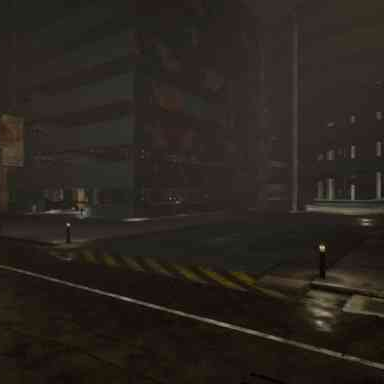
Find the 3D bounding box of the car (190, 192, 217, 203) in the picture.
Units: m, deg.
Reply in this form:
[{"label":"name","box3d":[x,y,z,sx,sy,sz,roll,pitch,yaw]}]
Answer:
[{"label":"car","box3d":[1.944,1.029,63.001,5.566,2.045,2.435,0,0,35]}]

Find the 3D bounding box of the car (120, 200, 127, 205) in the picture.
[{"label":"car","box3d":[-8.033,1.463,47.401,4.718,1.301,1.895,0,0,35]}]

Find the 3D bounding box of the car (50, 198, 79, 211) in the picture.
[{"label":"car","box3d":[-15.056,1.413,38.158,4.786,1.482,2.161,0,0,35]}]

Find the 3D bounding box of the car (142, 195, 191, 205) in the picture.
[{"label":"car","box3d":[-2.712,1.320,34.498,4.674,1.452,2.002,0,0,35]}]
